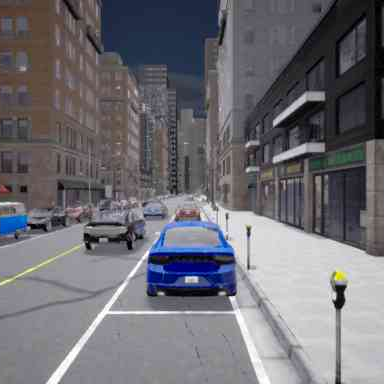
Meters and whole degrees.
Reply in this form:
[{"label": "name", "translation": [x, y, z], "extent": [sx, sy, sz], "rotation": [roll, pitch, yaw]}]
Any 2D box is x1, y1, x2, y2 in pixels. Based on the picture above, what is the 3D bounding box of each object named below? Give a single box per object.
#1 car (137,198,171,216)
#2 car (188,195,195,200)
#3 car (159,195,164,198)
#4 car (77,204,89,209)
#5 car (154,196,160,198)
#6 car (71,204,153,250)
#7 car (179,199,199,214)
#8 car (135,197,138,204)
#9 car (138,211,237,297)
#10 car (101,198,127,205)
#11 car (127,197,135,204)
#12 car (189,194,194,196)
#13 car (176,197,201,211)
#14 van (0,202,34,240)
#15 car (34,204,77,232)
[{"label": "car", "translation": [-3.145, 1.568, 29.259], "extent": [2.033, 1.411, 5.357], "rotation": [0, 0, 0]}, {"label": "car", "translation": [-0.237, 1.635, 95.394], "extent": [2.008, 1.369, 4.403], "rotation": [0, 0, 0]}, {"label": "car", "translation": [-8.782, 1.642, 84.589], "extent": [1.802, 1.307, 4.206], "rotation": [0, 0, 0]}, {"label": "car", "translation": [-8.815, 1.585, 25.481], "extent": [1.802, 1.307, 4.206], "rotation": [0, 0, 0]}, {"label": "car", "translation": [-6.145, 1.668, 48.230], "extent": [1.895, 1.301, 4.718], "rotation": [0, 0, 0]}, {"label": "car", "translation": [-3.145, 1.496, 14.259], "extent": [2.128, 1.511, 4.902], "rotation": [0, 0, 0]}, {"label": "car", "translation": [-0.290, 1.557, 36.484], "extent": [2.008, 1.369, 4.403], "rotation": [0, 0, 0]}, {"label": "car", "translation": [-8.816, 1.451, 47.486], "extent": [1.967, 1.590, 4.097], "rotation": [0, 0, 0]}, {"label": "car", "translation": [-0.006, 1.477, 8.650], "extent": [1.882, 1.535, 5.008], "rotation": [0, 0, 0]}, {"label": "car", "translation": [-8.815, 1.572, 36.483], "extent": [1.947, 1.339, 4.313], "rotation": [0, 0, 0]}, {"label": "car", "translation": [-8.815, 1.591, 41.985], "extent": [1.802, 1.307, 4.206], "rotation": [0, 0, 0]}, {"label": "car", "translation": [-0.257, 1.501, 84.576], "extent": [1.967, 1.590, 4.097], "rotation": [0, 0, 0]}, {"label": "car", "translation": [-0.290, 1.443, 25.481], "extent": [1.967, 1.590, 4.097], "rotation": [0, 0, 0]}, {"label": "van", "translation": [-8.815, 1.341, 14.478], "extent": [1.690, 1.788, 3.998], "rotation": [0, 0, 0]}, {"label": "car", "translation": [-8.815, 1.567, 19.979], "extent": [1.947, 1.339, 4.313], "rotation": [0, 0, 0]}]
